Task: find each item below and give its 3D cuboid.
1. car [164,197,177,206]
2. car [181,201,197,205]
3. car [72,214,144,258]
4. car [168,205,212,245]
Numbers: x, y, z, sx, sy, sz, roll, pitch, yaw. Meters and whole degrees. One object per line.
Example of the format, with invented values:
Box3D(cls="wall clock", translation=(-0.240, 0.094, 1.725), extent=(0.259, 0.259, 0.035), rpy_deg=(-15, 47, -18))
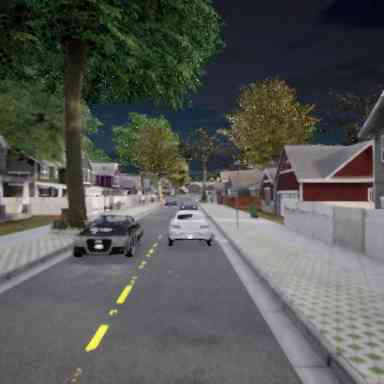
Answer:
Box3D(cls="car", translation=(-3.452, 1.579, 54.756), extent=(1.837, 1.490, 4.892), rpy_deg=(0, 0, 0))
Box3D(cls="car", translation=(-0.353, 1.641, 37.090), extent=(1.895, 1.301, 4.718), rpy_deg=(0, 0, -1))
Box3D(cls="car", translation=(-3.016, 1.564, 12.697), extent=(1.994, 1.385, 4.181), rpy_deg=(0, 0, -1))
Box3D(cls="car", translation=(-0.098, 1.535, 15.501), extent=(1.812, 1.442, 4.674), rpy_deg=(0, 0, -1))
